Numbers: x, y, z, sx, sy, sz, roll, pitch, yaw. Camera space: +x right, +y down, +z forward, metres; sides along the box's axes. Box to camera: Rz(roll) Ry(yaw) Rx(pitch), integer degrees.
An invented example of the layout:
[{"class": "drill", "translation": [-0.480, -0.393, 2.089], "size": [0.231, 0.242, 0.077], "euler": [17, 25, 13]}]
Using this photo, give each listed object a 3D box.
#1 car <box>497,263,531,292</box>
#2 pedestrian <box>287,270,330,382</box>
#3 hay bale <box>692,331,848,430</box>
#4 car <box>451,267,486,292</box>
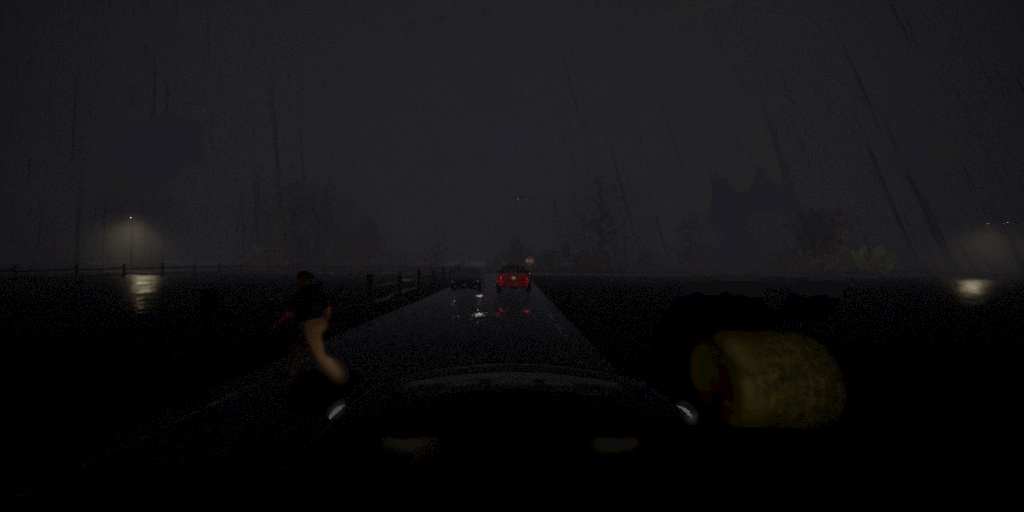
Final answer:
[{"class": "car", "translation": [0.103, 1.363, 23.688], "size": [2.097, 1.767, 4.553], "euler": [0, -1, 0]}, {"class": "pedestrian", "translation": [-3.143, 1.092, 5.562], "size": [0.375, 1.860, 0.375], "euler": [0, 0, -1]}, {"class": "hay bale", "translation": [3.125, 1.440, 4.531], "size": [1.220, 1.180, 1.240], "euler": [0, 0, 0]}, {"class": "car", "translation": [-2.841, 1.492, 24.132], "size": [1.882, 1.535, 5.008], "euler": [0, -1, 0]}]
